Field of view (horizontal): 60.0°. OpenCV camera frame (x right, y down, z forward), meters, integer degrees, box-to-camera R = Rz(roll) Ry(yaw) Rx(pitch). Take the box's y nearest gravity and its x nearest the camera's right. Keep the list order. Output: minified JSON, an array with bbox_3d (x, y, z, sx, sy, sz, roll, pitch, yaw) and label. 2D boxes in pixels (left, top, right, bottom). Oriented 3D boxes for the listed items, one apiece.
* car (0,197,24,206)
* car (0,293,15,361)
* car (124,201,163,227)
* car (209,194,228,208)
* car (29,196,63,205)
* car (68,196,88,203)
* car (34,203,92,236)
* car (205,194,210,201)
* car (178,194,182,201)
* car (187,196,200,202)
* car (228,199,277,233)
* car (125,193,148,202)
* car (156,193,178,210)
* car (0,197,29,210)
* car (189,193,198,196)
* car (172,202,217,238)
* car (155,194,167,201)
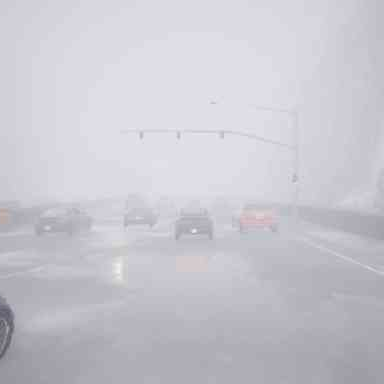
[{"bbox_3d":[-27.838,1.436,50.876,1.895,1.301,4.718,0,1,0],"label":"car"},{"bbox_3d":[-3.414,1.527,2.776,1.812,1.442,4.674,0,0,0],"label":"car"},{"bbox_3d":[-3.398,1.568,22.882,1.994,1.385,4.181,0,0,0],"label":"car"},{"bbox_3d":[3.699,1.272,42.400,2.097,1.767,4.553,0,1,0],"label":"car"},{"bbox_3d":[-17.418,1.407,40.539,1.882,1.535,5.008,0,0,0],"label":"car"},{"bbox_3d":[-17.338,1.362,50.830,1.812,1.442,4.674,0,1,0],"label":"car"},{"bbox_3d":[-6.912,1.533,18.188,1.812,1.442,4.674,0,0,0],"label":"car"},{"bbox_3d":[3.811,1.116,69.797,1.994,1.385,4.181,0,1,0],"label":"car"},{"bbox_3d":[-3.192,1.069,69.441,1.837,1.490,4.892,0,1,0],"label":"car"},{"bbox_3d":[0.170,1.490,38.942,2.033,1.411,5.357,0,0,0],"label":"car"},{"bbox_3d":[3.602,1.362,20.024,2.097,1.767,4.553,0,0,0],"label":"car"},{"bbox_3d":[-6.811,1.148,41.348,2.150,2.045,5.566,0,0,0],"label":"car"},{"bbox_3d":[-3.302,1.271,42.437,2.097,1.767,4.553,0,1,0],"label":"car"},{"bbox_3d":[-17.491,1.476,30.831,1.837,1.490,4.892,0,0,0],"label":"car"},{"bbox_3d":[0.311,1.041,69.828,1.882,1.535,5.008,0,1,0],"label":"car"},{"bbox_3d":[0.101,1.513,17.553,1.837,1.490,4.892,0,0,0],"label":"car"},{"bbox_3d":[-6.673,1.076,71.881,1.994,1.385,4.181,0,1,0],"label":"car"}]
